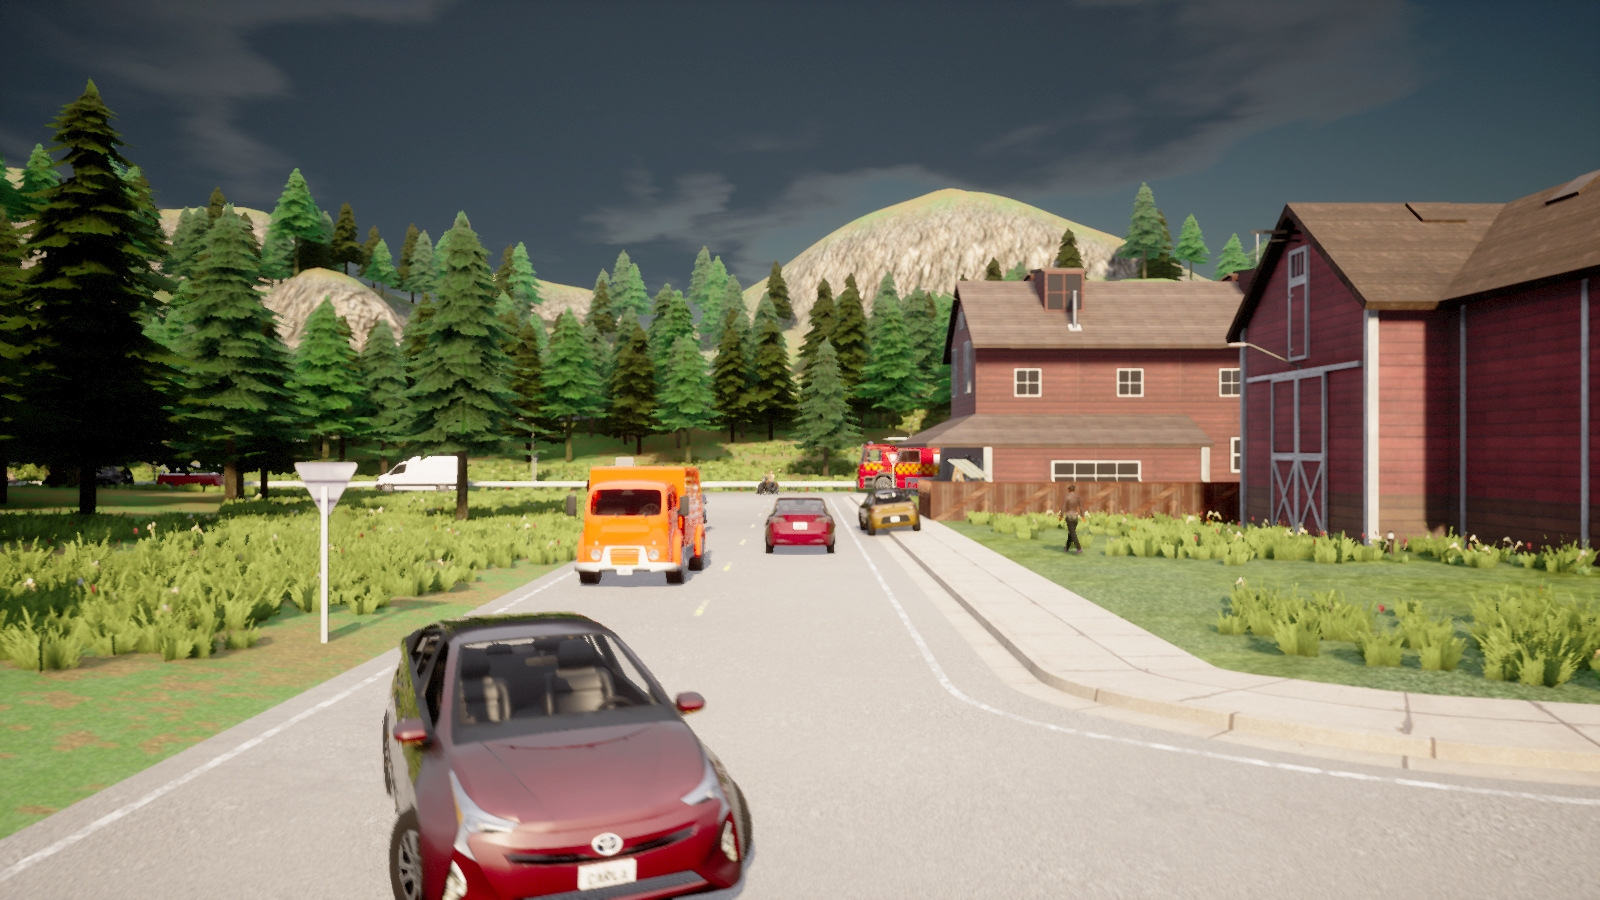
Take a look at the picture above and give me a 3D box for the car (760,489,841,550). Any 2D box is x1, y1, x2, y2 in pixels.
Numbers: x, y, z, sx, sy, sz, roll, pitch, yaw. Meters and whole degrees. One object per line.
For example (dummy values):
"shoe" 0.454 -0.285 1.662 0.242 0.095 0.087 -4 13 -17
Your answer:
"car" 0.004 1.938 32.948 2.163 1.488 4.792 0 0 0

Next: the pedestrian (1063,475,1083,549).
"pedestrian" 6.882 1.555 28.812 0.375 1.860 0.375 0 0 -12

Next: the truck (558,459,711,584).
"truck" -3.497 1.444 25.365 2.627 2.467 5.204 0 0 0

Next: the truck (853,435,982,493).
"truck" 7.918 0.929 77.612 8.468 3.827 2.891 0 0 0

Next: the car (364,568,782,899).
"car" -1.946 1.870 8.258 2.007 1.525 4.514 -1 0 -24
